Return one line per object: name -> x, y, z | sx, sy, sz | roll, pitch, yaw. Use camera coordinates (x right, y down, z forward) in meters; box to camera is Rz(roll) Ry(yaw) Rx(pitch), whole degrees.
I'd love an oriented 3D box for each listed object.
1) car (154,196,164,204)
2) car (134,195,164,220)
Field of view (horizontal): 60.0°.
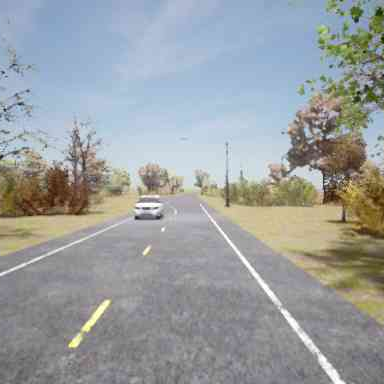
car -> -6.876, 1.593, 69.196 | 1.882, 1.535, 5.008 | 0, 0, -6
car -> -3.671, 1.298, 29.214 | 2.150, 2.045, 5.566 | 0, 0, -1
